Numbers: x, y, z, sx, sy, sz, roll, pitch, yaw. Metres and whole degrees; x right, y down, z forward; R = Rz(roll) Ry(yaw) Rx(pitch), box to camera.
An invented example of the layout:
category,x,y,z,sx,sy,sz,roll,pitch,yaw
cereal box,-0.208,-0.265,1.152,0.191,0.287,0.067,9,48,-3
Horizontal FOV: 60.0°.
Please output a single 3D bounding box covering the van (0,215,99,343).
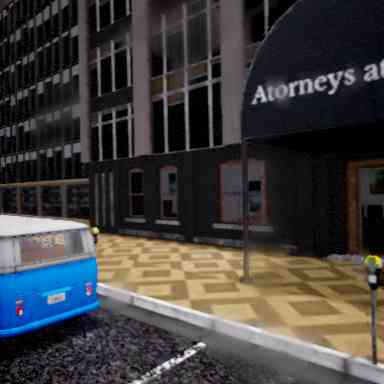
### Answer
category,x,y,z,sx,sy,sz,roll,pitch,yaw
van,-3.427,1.363,6.148,3.998,1.788,1.690,-1,0,40
